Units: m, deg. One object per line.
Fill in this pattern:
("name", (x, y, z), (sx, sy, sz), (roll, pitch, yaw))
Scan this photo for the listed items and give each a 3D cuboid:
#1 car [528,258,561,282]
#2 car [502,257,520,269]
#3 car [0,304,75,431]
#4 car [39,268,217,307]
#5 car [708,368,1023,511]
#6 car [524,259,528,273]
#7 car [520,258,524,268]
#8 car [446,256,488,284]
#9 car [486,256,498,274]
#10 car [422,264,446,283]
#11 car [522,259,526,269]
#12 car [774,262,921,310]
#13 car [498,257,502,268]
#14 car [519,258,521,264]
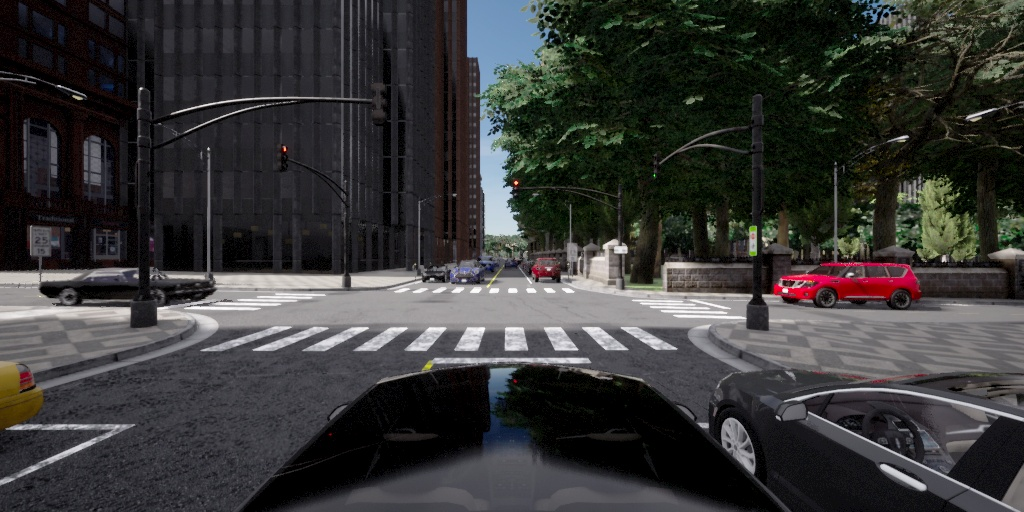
("car", (2.673, 1.075, 28.450), (2.192, 1.841, 5.009), (0, 0, 0))
("car", (-0.140, 1.146, 58.667), (2.097, 1.767, 4.553), (0, 0, 0))
("car", (-5.760, 1.275, 1.577), (1.751, 1.417, 4.829), (0, 0, 0))
("car", (-13.905, 1.117, 13.259), (4.718, 1.301, 1.895), (1, 0, -2))
("car", (2.764, 1.300, 1.785), (2.007, 1.370, 4.403), (0, 0, 0))
("car", (2.636, 1.338, 39.362), (1.948, 1.339, 4.313), (0, 0, 0))
("car", (2.599, 1.335, 50.275), (2.007, 1.370, 4.403), (0, 0, 0))
("car", (-3.248, 1.111, 26.848), (2.097, 1.767, 4.553), (0, 0, 1))
("car", (-3.238, 0.997, 43.070), (2.150, 2.045, 5.566), (0, 0, 0))
("car", (-5.852, 1.326, 28.411), (1.948, 1.339, 4.313), (0, 0, 0))
("car", (2.618, 1.329, 44.818), (2.007, 1.370, 4.403), (0, 0, 0))
("car", (15.441, 1.313, 16.638), (5.566, 2.045, 2.150), (1, 0, -1))
("car", (-3.207, 1.170, 63.169), (2.097, 1.767, 4.553), (0, 0, 0))
("car", (2.581, 1.230, 55.732), (1.967, 1.591, 4.097), (0, 0, 0))
